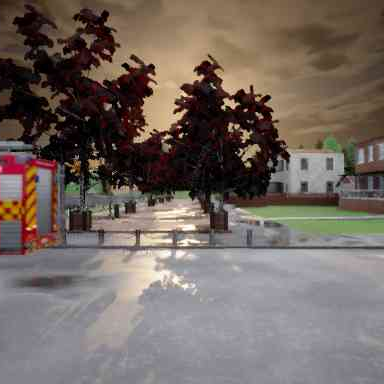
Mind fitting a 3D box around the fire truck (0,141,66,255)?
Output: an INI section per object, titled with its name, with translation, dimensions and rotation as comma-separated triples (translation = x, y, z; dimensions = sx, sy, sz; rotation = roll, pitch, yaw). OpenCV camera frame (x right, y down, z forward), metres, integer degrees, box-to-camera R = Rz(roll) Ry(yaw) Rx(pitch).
[fire truck]
translation = -8.991, 0.342, 11.195
dimensions = 8.468, 3.827, 2.891
rotation = 0, 0, 0
